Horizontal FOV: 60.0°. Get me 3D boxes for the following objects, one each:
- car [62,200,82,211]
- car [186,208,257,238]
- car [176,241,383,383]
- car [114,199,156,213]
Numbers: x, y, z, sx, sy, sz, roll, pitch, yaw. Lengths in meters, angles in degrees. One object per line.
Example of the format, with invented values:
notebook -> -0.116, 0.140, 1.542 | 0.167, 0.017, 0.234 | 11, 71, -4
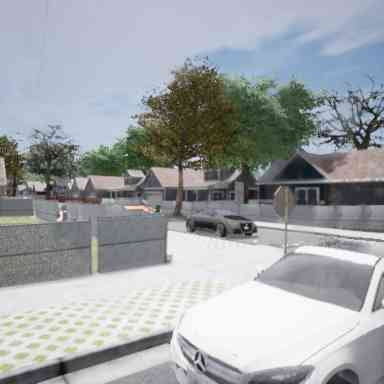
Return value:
car -> -14.016, 1.645, 39.632 | 1.895, 1.301, 4.718 | 2, -1, -35
car -> 1.458, 1.548, 17.605 | 1.994, 1.385, 4.181 | 2, -1, -35
car -> 1.939, 1.442, 4.334 | 4.674, 1.442, 1.812 | 0, 0, -36
car -> -4.621, 1.357, 26.257 | 2.097, 1.767, 4.553 | 2, -1, -35
